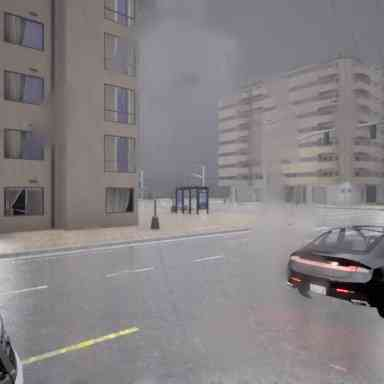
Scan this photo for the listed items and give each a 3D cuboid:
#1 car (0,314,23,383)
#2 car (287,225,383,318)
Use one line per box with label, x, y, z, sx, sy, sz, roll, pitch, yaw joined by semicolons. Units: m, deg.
car;-3.785;1.221;1.347;5.566;2.045;2.150;0;0;-32
car;4.096;1.492;7.353;4.902;1.511;2.128;0;0;-39
